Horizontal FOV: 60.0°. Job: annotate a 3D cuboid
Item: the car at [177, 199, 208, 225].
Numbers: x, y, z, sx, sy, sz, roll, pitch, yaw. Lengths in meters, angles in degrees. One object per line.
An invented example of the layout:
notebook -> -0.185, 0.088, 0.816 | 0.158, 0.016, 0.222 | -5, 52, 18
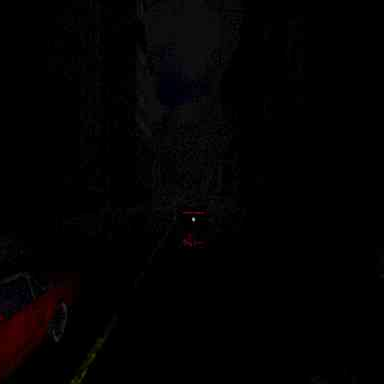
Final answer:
car -> 0.099, 1.477, 23.609 | 1.837, 1.490, 4.892 | 0, 1, 0

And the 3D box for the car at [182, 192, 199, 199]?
car -> 0.099, 1.265, 41.506 | 2.097, 1.767, 4.553 | 0, 0, 0

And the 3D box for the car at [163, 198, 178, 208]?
car -> -2.832, 1.457, 46.190 | 1.994, 1.385, 4.181 | 0, 0, 0

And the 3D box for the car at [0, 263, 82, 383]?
car -> -2.851, 1.600, 3.592 | 1.895, 1.301, 4.718 | 0, 0, 0
